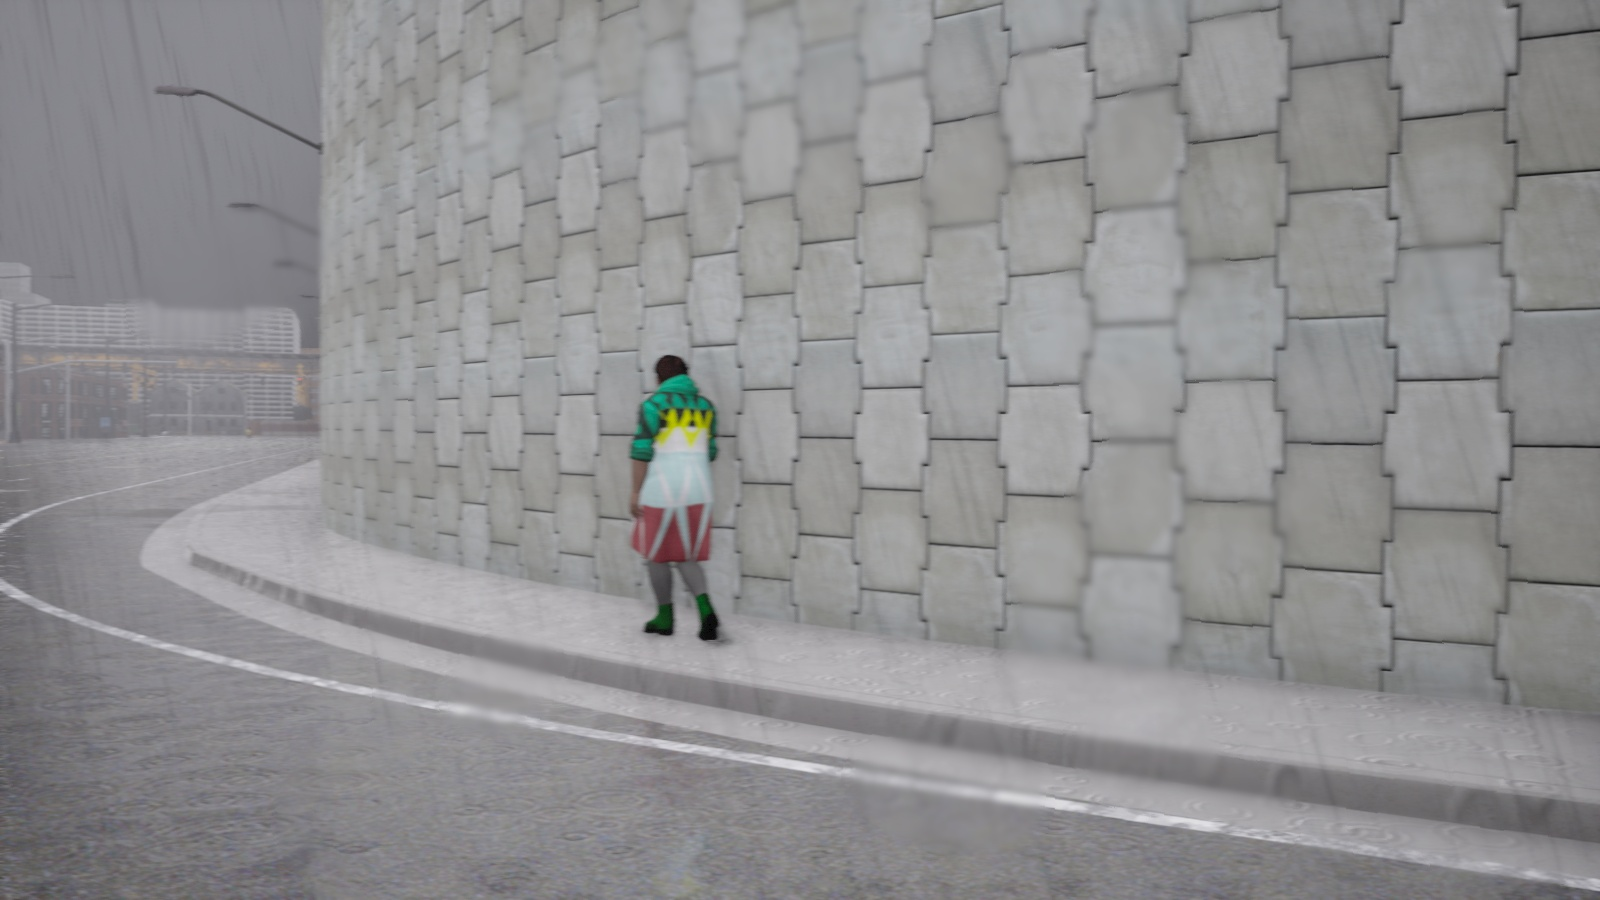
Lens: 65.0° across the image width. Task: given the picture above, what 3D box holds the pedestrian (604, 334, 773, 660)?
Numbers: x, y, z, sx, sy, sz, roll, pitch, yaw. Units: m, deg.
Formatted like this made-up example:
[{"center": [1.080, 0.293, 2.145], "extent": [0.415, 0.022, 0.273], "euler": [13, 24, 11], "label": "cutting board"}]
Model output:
[{"center": [-0.720, 0.274, 8.054], "extent": [0.659, 1.952, 0.873], "euler": [-1, 1, -43], "label": "pedestrian"}]
